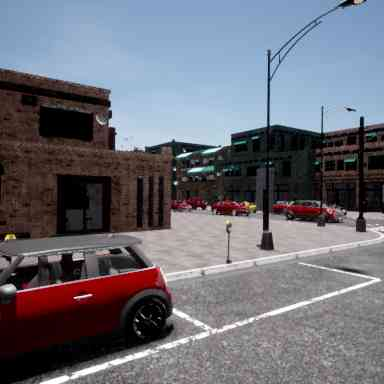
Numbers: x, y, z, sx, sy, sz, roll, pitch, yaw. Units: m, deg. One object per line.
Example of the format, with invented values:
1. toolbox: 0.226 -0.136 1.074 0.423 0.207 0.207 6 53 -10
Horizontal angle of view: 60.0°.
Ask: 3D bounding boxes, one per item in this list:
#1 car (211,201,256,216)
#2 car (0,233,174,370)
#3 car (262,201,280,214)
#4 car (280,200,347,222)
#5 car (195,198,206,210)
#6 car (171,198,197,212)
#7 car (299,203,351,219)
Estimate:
1. car: 4.073 1.701 35.347 1.882 1.535 5.008 1 -1 -35
2. car: -2.383 1.440 4.844 4.097 1.590 1.967 0 1 -36
3. car: 9.803 1.739 37.239 1.967 1.590 4.097 0 -1 -35
4. car: 9.901 1.479 27.005 2.097 1.767 4.553 1 -1 -35
5. car: 0.307 1.772 50.911 2.192 1.841 5.009 0 -1 -35
6. car: -1.796 1.848 43.807 1.812 1.442 4.674 1 -1 -35
7. car: 12.967 1.811 32.681 1.947 1.339 4.313 0 -1 -35
